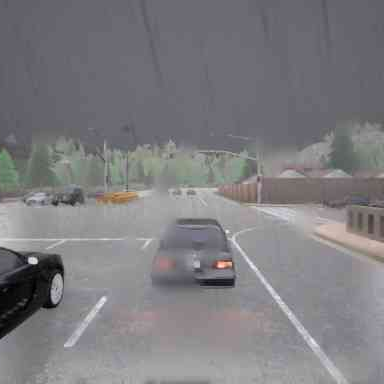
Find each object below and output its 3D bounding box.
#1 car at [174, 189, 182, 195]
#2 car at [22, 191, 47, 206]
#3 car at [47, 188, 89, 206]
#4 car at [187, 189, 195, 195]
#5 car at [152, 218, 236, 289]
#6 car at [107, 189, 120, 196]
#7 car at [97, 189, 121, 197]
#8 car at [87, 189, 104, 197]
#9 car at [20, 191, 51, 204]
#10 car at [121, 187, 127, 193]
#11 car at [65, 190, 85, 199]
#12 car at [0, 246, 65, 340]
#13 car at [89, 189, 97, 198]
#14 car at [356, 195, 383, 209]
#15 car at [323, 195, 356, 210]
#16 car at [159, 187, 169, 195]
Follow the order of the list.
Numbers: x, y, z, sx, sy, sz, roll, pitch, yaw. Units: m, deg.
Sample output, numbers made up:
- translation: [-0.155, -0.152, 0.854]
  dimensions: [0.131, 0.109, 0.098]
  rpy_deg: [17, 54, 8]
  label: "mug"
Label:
- translation: [-3.720, -0.053, 86.070]
  dimensions: [2.128, 1.511, 4.902]
  rpy_deg: [0, 1, 0]
  label: "car"
- translation: [-17.699, 0.829, 39.114]
  dimensions: [1.812, 1.442, 4.674]
  rpy_deg: [0, 1, 0]
  label: "car"
- translation: [-14.198, 0.537, 38.553]
  dimensions: [2.150, 2.045, 5.566]
  rpy_deg: [0, 1, 0]
  label: "car"
- translation: [-0.221, -0.036, 86.664]
  dimensions: [1.994, 1.385, 4.181]
  rpy_deg: [0, 1, 0]
  label: "car"
- translation: [0.089, 1.417, 8.986]
  dimensions: [2.033, 1.411, 5.357]
  rpy_deg: [0, 1, 1]
  label: "car"
- translation: [-17.692, 0.104, 75.113]
  dimensions: [1.882, 1.535, 5.008]
  rpy_deg: [0, 1, 0]
  label: "car"
- translation: [-14.225, 0.311, 57.485]
  dimensions: [2.097, 1.767, 4.553]
  rpy_deg: [0, 1, 0]
  label: "car"
- translation: [-21.187, 0.188, 73.172]
  dimensions: [2.128, 1.511, 4.902]
  rpy_deg: [0, 1, 0]
  label: "car"
- translation: [-21.212, 0.691, 45.324]
  dimensions: [1.837, 1.490, 4.892]
  rpy_deg: [0, 1, 0]
  label: "car"
- translation: [-14.186, -0.105, 72.819]
  dimensions: [2.150, 2.045, 5.566]
  rpy_deg: [0, 1, 0]
  label: "car"
- translation: [-21.208, 0.379, 60.492]
  dimensions: [1.882, 1.535, 5.008]
  rpy_deg: [0, 1, 0]
  label: "car"
- translation: [-3.453, 1.421, 4.613]
  dimensions: [1.882, 1.535, 5.008]
  rpy_deg: [0, 1, 0]
  label: "car"
- translation: [-17.713, 0.440, 60.991]
  dimensions: [2.033, 1.411, 5.357]
  rpy_deg: [0, 1, 0]
  label: "car"
- translation: [17.798, 1.041, 29.131]
  dimensions: [5.357, 1.411, 2.033]
  rpy_deg: [0, 1, 2]
  label: "car"
- translation: [15.818, 0.973, 32.699]
  dimensions: [5.357, 1.411, 2.033]
  rpy_deg: [0, 1, 2]
  label: "car"
- translation: [-7.218, -0.339, 85.325]
  dimensions: [2.150, 2.045, 5.566]
  rpy_deg: [0, 1, 0]
  label: "car"
